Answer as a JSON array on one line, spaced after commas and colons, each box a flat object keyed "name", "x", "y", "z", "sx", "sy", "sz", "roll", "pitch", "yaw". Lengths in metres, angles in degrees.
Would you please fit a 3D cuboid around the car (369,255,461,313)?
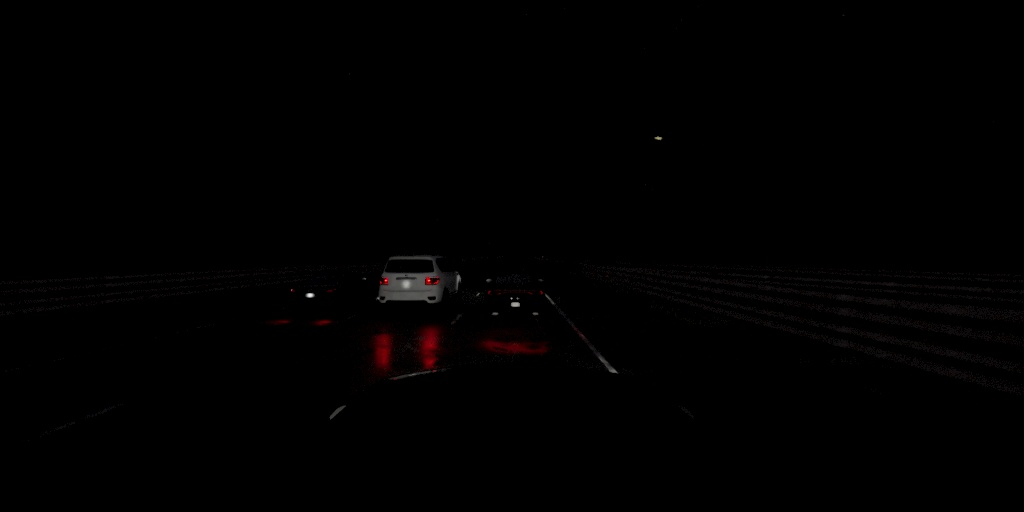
[{"name": "car", "x": -3.407, "y": 0.974, "z": 14.242, "sx": 2.150, "sy": 2.045, "sz": 5.566, "roll": 0, "pitch": 0, "yaw": 0}]

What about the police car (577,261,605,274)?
[{"name": "police car", "x": 9.031, "y": 1.319, "z": 41.037, "sx": 2.038, "sy": 1.542, "sz": 4.974, "roll": 0, "pitch": 0, "yaw": -11}]

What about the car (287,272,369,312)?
[{"name": "car", "x": -6.906, "y": 1.316, "z": 14.269, "sx": 1.994, "sy": 1.385, "sz": 4.181, "roll": 0, "pitch": 0, "yaw": 0}]

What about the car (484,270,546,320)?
[{"name": "car", "x": 0.096, "y": 1.230, "z": 12.709, "sx": 1.882, "sy": 1.535, "sz": 5.008, "roll": 0, "pitch": 0, "yaw": 0}]
